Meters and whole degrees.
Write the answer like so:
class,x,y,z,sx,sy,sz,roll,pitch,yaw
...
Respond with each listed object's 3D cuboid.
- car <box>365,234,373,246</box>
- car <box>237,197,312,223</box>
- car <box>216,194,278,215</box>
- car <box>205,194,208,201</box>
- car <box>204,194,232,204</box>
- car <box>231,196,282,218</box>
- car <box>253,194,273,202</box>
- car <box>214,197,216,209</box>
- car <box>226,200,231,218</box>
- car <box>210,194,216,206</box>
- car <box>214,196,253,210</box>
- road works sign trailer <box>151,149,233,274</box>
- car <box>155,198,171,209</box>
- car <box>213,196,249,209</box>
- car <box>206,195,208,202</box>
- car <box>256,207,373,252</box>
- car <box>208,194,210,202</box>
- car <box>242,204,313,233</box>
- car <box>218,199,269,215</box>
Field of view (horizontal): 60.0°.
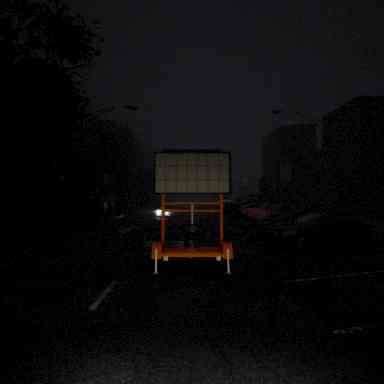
class,x,y,z,sx,sy,sz,roll,pitch,yaw
car,5.314,1.487,4.800,4.892,1.521,2.231,1,0,-20
car,5.375,1.366,19.812,4.553,1.767,2.185,1,0,-20
car,5.373,1.252,28.788,5.566,2.045,2.435,1,0,-20
car,5.347,1.613,64.784,5.366,1.575,1.946,1,0,-20
car,5.549,1.391,70.877,5.566,2.045,2.435,1,0,-20
car,5.388,1.369,22.813,4.553,1.767,2.185,1,0,-20
car,18.548,1.463,86.843,2.435,2.045,5.566,0,0,-21
car,5.223,1.503,31.746,5.366,1.575,1.946,1,0,-20
car,5.365,1.538,25.810,4.674,1.452,2.002,1,0,-20
car,5.405,1.271,37.805,5.566,2.045,2.435,1,0,-20
car,5.425,1.414,43.819,4.553,1.767,2.185,1,0,-20
road works sign trailer,0.009,0.465,10.529,2.380,3.560,2.880,0,0,0
car,-3.900,1.551,45.364,2.128,1.511,4.902,0,0,0
car,5.439,1.424,46.820,4.553,1.767,2.185,1,0,-20
car,5.497,1.583,55.839,5.008,1.535,2.097,1,-1,-20
car,5.325,1.528,13.800,4.674,1.452,2.002,1,0,-20
car,5.528,1.447,52.837,4.553,1.767,2.185,1,0,-20
car,5.304,1.518,16.792,4.792,1.488,2.163,1,0,-20
car,5.384,1.545,34.803,4.792,1.488,2.163,1,0,-20
